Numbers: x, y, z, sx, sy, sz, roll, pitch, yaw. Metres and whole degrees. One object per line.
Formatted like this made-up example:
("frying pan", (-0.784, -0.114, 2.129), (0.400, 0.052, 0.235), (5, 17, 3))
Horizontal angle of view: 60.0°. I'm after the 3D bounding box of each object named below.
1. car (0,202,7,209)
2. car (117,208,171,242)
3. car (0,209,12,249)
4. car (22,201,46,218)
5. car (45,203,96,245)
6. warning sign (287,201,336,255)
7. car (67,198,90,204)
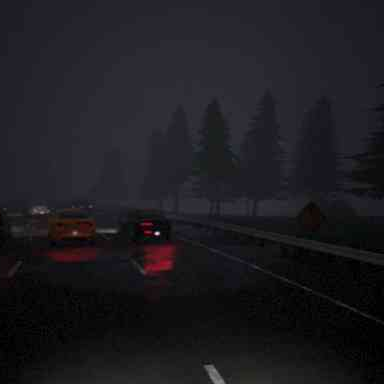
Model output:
("car", (-17.352, 1.534, 29.007), (1.812, 1.442, 4.674), (1, 0, -36))
("car", (-2.567, 1.608, 17.234), (1.837, 1.490, 4.892), (1, 0, -24))
("car", (-8.892, 1.601, 14.251), (1.895, 1.301, 4.718), (1, 0, -24))
("car", (-14.505, 1.584, 31.041), (1.812, 1.442, 4.674), (1, 0, -36))
("car", (-5.851, 1.528, 15.991), (1.882, 1.535, 5.008), (1, 0, -25))
("warning sign", (4.356, 1.262, 12.216), (1.300, 1.860, 1.060), (1, 0, -20))
("car", (-11.459, 1.460, 32.817), (2.097, 1.767, 4.553), (1, -1, -36))
